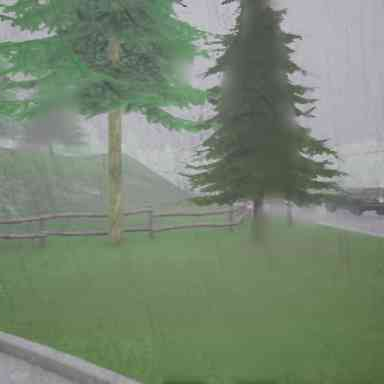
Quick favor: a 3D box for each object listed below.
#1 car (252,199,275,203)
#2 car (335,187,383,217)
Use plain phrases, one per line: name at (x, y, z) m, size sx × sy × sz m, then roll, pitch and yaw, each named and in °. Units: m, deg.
car at (9.481, 0.706, 44.258) m, size 1.994 × 1.385 × 4.181 m, roll -1°, pitch 1°, yaw -8°
car at (12.280, 0.659, 24.927) m, size 2.150 × 2.045 × 5.566 m, roll -1°, pitch 1°, yaw -8°
